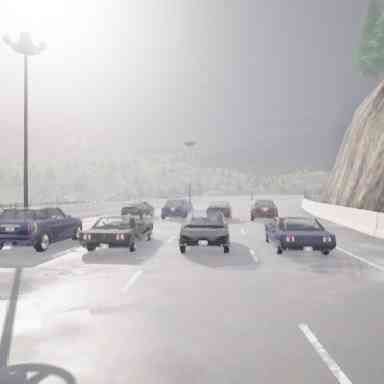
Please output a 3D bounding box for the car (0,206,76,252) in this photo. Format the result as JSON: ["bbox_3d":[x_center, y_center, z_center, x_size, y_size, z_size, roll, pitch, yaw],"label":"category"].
[{"bbox_3d":[-6.395,1.366,14.165,2.097,1.767,4.553,0,0,5],"label":"car"}]

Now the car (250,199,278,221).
[{"bbox_3d":[5.774,1.366,26.865,2.097,1.767,4.553,0,0,10],"label":"car"}]

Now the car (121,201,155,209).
[{"bbox_3d":[-4.575,1.516,28.639,1.837,1.490,4.892,0,0,10],"label":"car"}]

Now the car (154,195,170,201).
[{"bbox_3d":[-7.789,1.538,86.176,1.895,1.301,4.718,0,0,25],"label":"car"}]

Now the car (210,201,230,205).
[{"bbox_3d":[2.328,1.485,27.476,1.882,1.535,5.008,0,0,10],"label":"car"}]

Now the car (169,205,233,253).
[{"bbox_3d":[0.583,1.495,13.612,2.128,1.511,4.902,0,0,5],"label":"car"}]

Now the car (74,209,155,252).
[{"bbox_3d":[-2.902,1.616,13.933,1.895,1.301,4.718,0,0,5],"label":"car"}]

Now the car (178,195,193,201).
[{"bbox_3d":[-1.558,1.451,82.987,1.837,1.490,4.892,0,0,25],"label":"car"}]

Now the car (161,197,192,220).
[{"bbox_3d":[-1.129,1.366,28.028,2.097,1.767,4.553,0,0,10],"label":"car"}]

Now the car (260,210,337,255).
[{"bbox_3d":[4.073,1.616,13.350,1.895,1.301,4.718,0,0,5],"label":"car"}]
